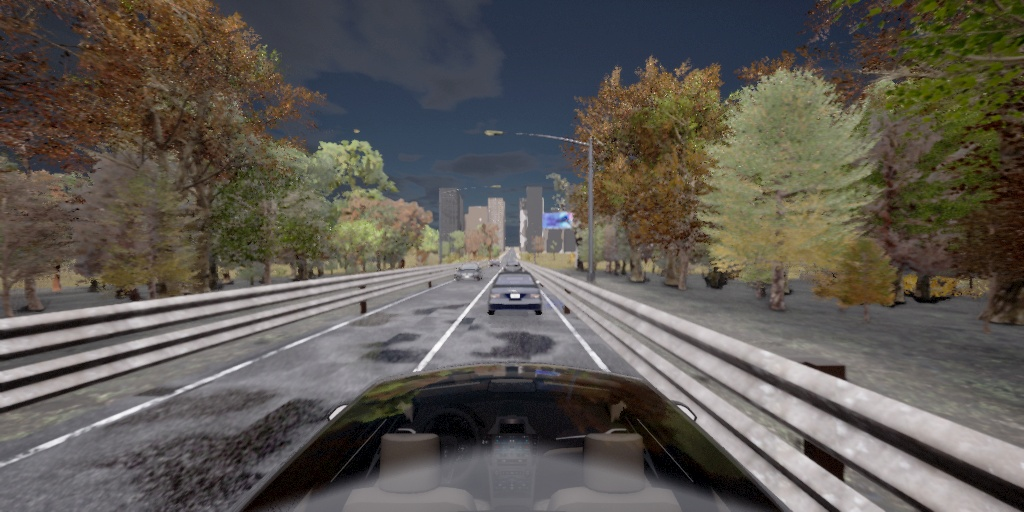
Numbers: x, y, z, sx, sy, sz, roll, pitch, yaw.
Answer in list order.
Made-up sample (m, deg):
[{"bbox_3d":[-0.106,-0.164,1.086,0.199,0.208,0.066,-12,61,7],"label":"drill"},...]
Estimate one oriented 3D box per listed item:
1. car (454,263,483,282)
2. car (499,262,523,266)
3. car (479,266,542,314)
[{"bbox_3d":[-3.350,1.302,29.048,1.812,1.442,4.674,0,0,0],"label":"car"},{"bbox_3d":[0.094,1.303,36.827,2.128,1.511,4.902,0,0,0],"label":"car"},{"bbox_3d":[0.098,1.276,13.512,2.033,1.411,5.357,0,0,0],"label":"car"}]
